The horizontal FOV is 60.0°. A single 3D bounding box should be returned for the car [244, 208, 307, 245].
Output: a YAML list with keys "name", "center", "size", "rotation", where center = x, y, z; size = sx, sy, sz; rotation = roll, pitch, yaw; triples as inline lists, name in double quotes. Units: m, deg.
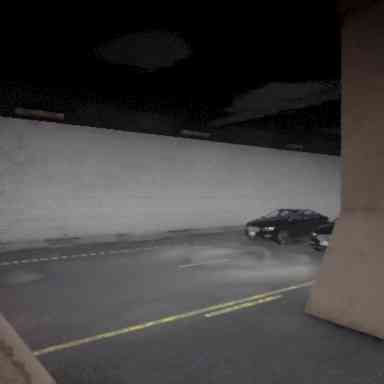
- name: "car"
  center: [4.622, 1.549, 15.891]
  size: [4.902, 1.511, 2.128]
  rotation: [0, 0, -35]

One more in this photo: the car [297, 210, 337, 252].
- name: "car"
  center: [6.644, 1.549, 13.034]
  size: [4.902, 1.511, 2.128]
  rotation: [0, 0, -36]
